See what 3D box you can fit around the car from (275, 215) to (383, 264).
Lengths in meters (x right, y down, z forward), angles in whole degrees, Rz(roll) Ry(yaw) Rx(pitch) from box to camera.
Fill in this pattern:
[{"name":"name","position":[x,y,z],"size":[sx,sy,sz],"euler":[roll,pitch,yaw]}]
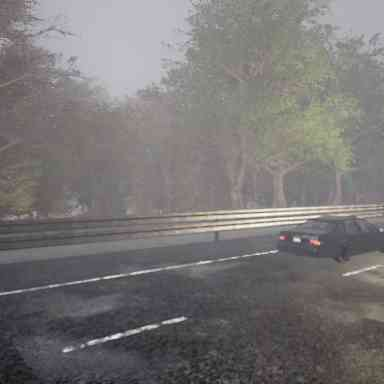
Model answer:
[{"name":"car","position":[5.330,1.556,11.919],"size":[5.357,1.411,2.033],"euler":[0,0,-36]}]
